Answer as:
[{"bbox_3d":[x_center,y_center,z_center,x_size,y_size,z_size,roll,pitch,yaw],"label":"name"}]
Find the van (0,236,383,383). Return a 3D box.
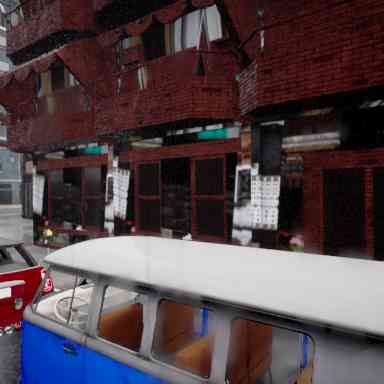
[{"bbox_3d":[0.286,1.341,2.530,3.998,1.788,1.690,0,-1,35],"label":"van"}]
